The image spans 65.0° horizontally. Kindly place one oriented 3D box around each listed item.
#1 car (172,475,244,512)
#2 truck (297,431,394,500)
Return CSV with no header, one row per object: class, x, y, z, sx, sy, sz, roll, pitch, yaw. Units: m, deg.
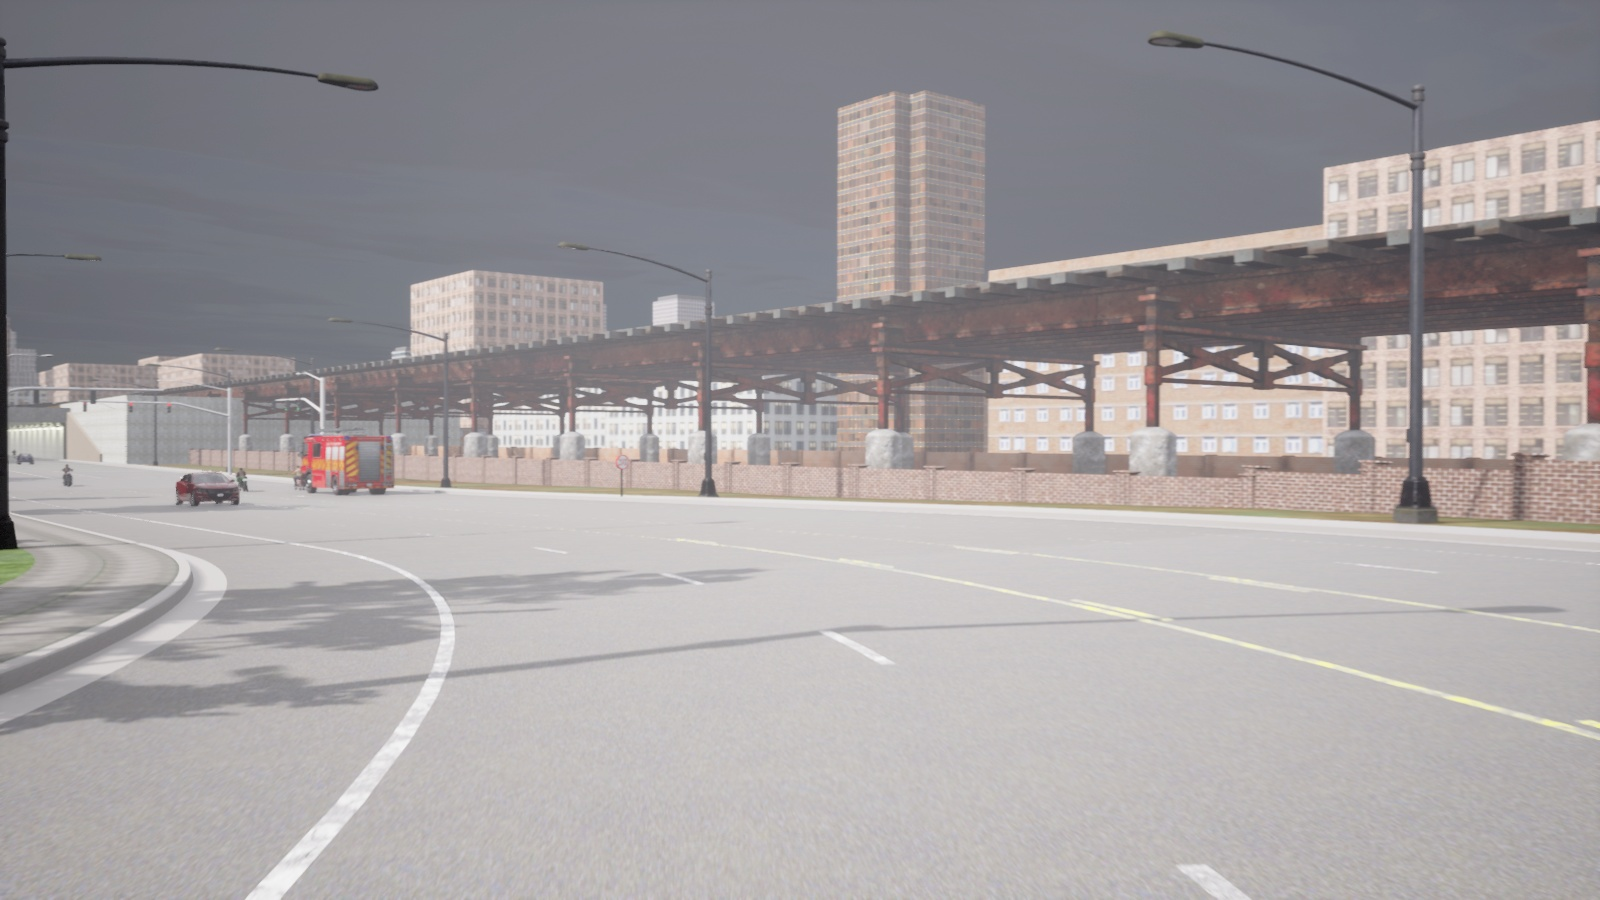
car,-26.573,1.920,56.254,1.882,1.535,5.008,-1,-1,-38
truck,-26.745,0.869,73.633,2.891,3.827,8.468,-1,0,-38
